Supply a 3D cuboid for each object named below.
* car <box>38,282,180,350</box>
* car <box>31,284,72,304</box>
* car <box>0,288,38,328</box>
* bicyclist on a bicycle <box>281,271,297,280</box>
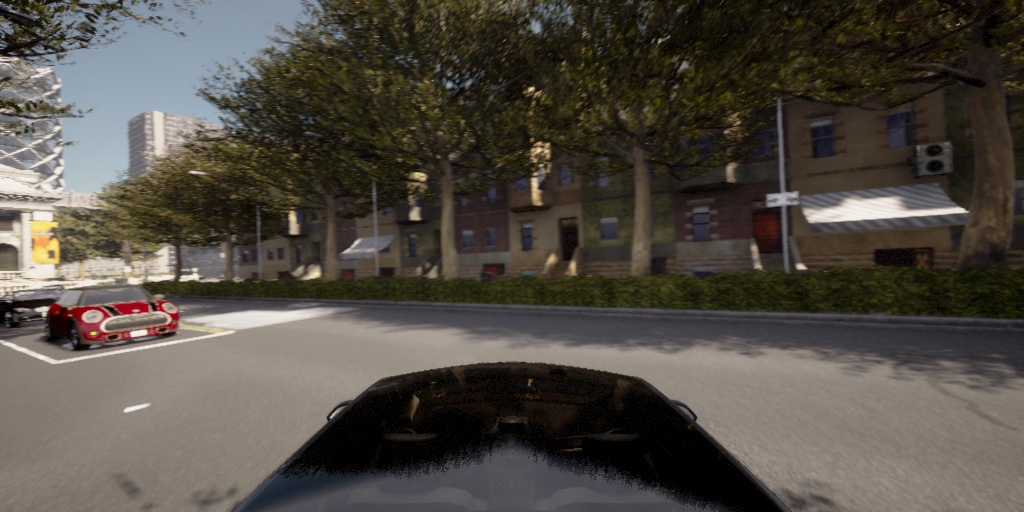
[{"bbox_3d":[-12.594,1.704,11.302,4.553,1.767,2.097,-3,0,29],"label":"car"},{"bbox_3d":[-39.795,3.212,31.059,4.181,1.385,1.994,-3,0,40],"label":"car"},{"bbox_3d":[-21.627,2.263,16.281,4.902,1.511,2.128,-3,0,29],"label":"car"},{"bbox_3d":[-16.440,1.914,26.515,0.582,1.620,1.656,-3,0,29],"label":"bicyclist on a bicycle"}]
